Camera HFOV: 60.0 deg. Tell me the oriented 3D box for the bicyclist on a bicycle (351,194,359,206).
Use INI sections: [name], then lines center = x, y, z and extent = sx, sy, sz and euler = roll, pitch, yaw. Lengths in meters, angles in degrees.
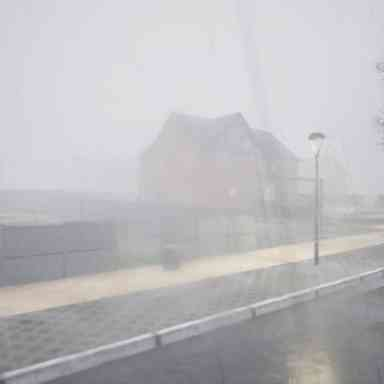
[bicyclist on a bicycle]
center = 22.073, 1.141, 45.016
extent = 1.656, 1.620, 0.582
euler = 1, 1, -31
